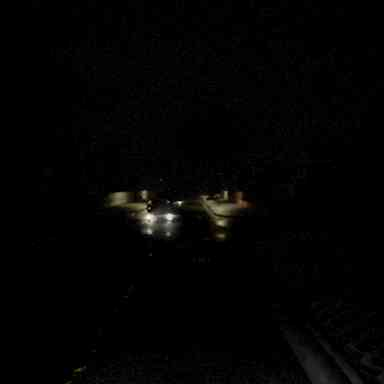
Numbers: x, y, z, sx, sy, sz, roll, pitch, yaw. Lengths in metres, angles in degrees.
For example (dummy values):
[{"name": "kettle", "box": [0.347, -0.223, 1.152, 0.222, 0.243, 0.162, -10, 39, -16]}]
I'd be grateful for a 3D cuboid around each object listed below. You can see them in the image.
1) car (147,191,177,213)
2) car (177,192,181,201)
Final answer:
[{"name": "car", "box": [-2.771, 0.903, 29.995, 2.097, 1.767, 4.553, 0, 0, 0]}, {"name": "car", "box": [-2.778, 0.670, 55.476, 1.882, 1.535, 5.008, 0, 1, 0]}]
